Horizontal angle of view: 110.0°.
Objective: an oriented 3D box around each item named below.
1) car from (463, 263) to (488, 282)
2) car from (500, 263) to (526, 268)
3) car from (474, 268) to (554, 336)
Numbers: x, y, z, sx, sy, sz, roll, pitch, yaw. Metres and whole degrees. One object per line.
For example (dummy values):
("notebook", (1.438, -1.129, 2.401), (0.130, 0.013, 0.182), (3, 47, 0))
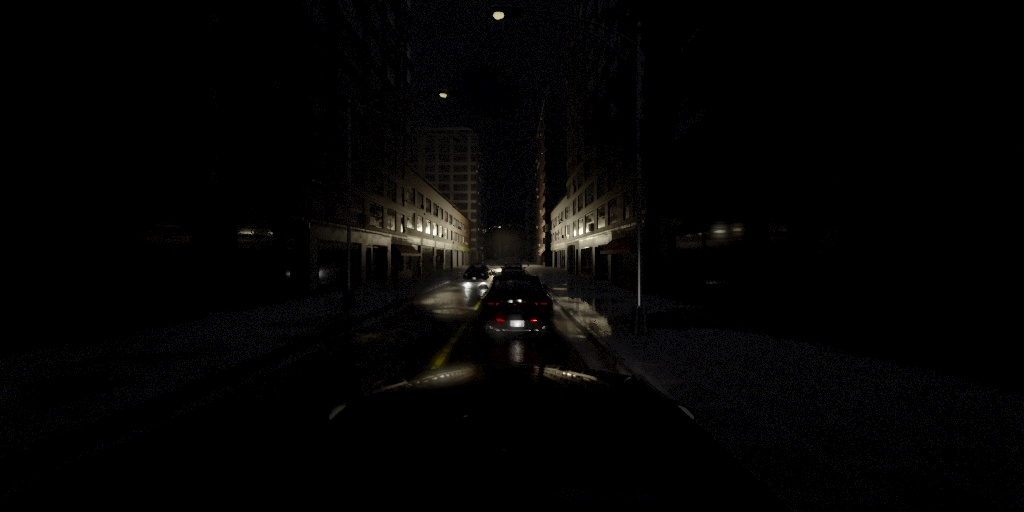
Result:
("car", (-2.851, 1.307, 29.761), (2.033, 1.411, 5.357), (0, 0, 0))
("car", (0.094, 1.251, 28.198), (2.128, 1.511, 4.902), (0, 0, 0))
("car", (0.104, 1.257, 10.411), (1.837, 1.490, 4.892), (0, 0, 0))
